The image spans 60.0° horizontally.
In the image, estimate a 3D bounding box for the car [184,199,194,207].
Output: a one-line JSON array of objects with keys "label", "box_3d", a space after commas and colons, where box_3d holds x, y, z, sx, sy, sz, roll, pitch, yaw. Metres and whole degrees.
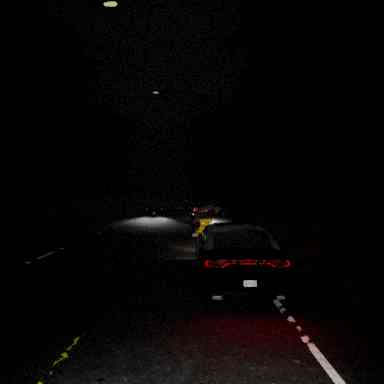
[{"label": "car", "box_3d": [-0.579, 1.959, 59.412, 1.812, 1.442, 4.674, 0, -1, -1]}]

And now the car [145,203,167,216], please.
[{"label": "car", "box_3d": [-3.707, 1.790, 34.508, 1.895, 1.301, 4.718, 0, 0, -1]}]

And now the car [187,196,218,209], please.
[{"label": "car", "box_3d": [0.925, 1.314, 24.513, 2.150, 2.045, 5.566, -1, 0, -1]}]

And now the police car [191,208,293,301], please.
[{"label": "police car", "box_3d": [1.040, 1.448, 8.565, 1.930, 1.638, 5.238, 0, 0, 0]}]

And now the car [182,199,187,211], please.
[{"label": "car", "box_3d": [-0.308, 1.776, 45.327, 2.128, 1.511, 4.902, 0, -1, 0]}]

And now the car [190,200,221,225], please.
[{"label": "car", "box_3d": [0.978, 1.515, 18.659, 1.801, 1.575, 5.366, -1, 0, 0]}]
